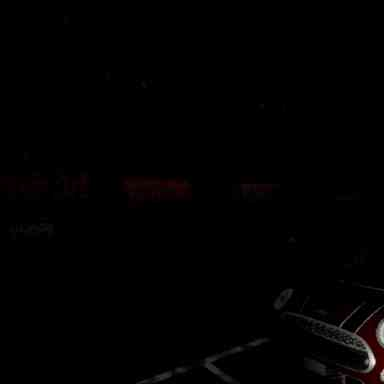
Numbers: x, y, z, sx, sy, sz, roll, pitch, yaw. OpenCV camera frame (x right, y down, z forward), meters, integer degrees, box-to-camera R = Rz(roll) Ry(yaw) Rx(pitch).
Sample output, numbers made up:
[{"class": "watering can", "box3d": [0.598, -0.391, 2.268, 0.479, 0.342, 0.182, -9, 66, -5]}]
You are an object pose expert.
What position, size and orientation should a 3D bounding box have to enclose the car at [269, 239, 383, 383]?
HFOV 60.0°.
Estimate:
[{"class": "car", "box3d": [3.027, 1.488, 4.984, 4.097, 1.590, 1.967, 1, -1, -35]}]
